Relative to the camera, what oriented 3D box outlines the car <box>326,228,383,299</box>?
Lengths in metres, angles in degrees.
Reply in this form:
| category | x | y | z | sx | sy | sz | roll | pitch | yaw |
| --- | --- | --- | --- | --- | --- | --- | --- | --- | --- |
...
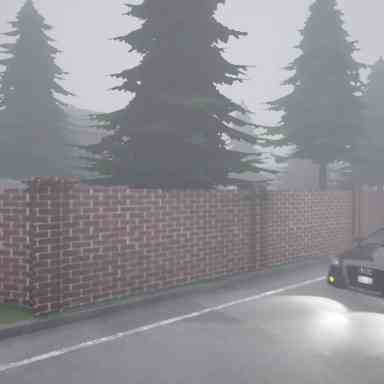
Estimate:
| category | x | y | z | sx | sy | sz | roll | pitch | yaw |
| --- | --- | --- | --- | --- | --- | --- | --- | --- | --- |
| car | 5.015 | 1.563 | 7.831 | 4.181 | 1.385 | 1.994 | 0 | 0 | -38 |
